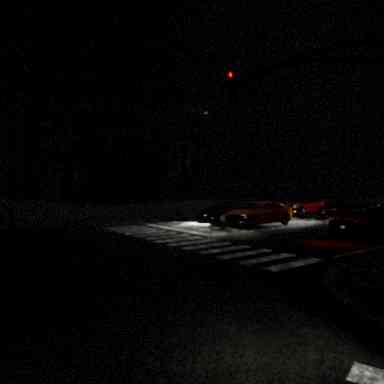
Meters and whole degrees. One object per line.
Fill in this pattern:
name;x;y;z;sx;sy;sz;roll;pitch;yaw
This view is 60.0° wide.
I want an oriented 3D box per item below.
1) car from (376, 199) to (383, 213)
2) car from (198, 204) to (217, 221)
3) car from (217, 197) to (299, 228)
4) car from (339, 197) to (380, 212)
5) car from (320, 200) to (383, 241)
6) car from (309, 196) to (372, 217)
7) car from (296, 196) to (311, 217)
car;20.039;1.356;32.466;4.718;1.301;1.895;0;0;-36
car;2.496;1.388;23.660;4.181;1.385;1.994;0;1;-36
car;4.238;1.320;20.900;5.008;1.535;1.882;0;1;-37
car;17.456;1.267;34.601;4.674;1.442;1.812;0;0;-36
car;8.557;1.352;15.896;5.008;1.535;1.882;0;0;-35
car;11.904;1.290;26.517;4.902;1.511;2.128;0;0;-36
car;9.521;1.136;28.797;4.553;1.767;2.097;0;0;-36
